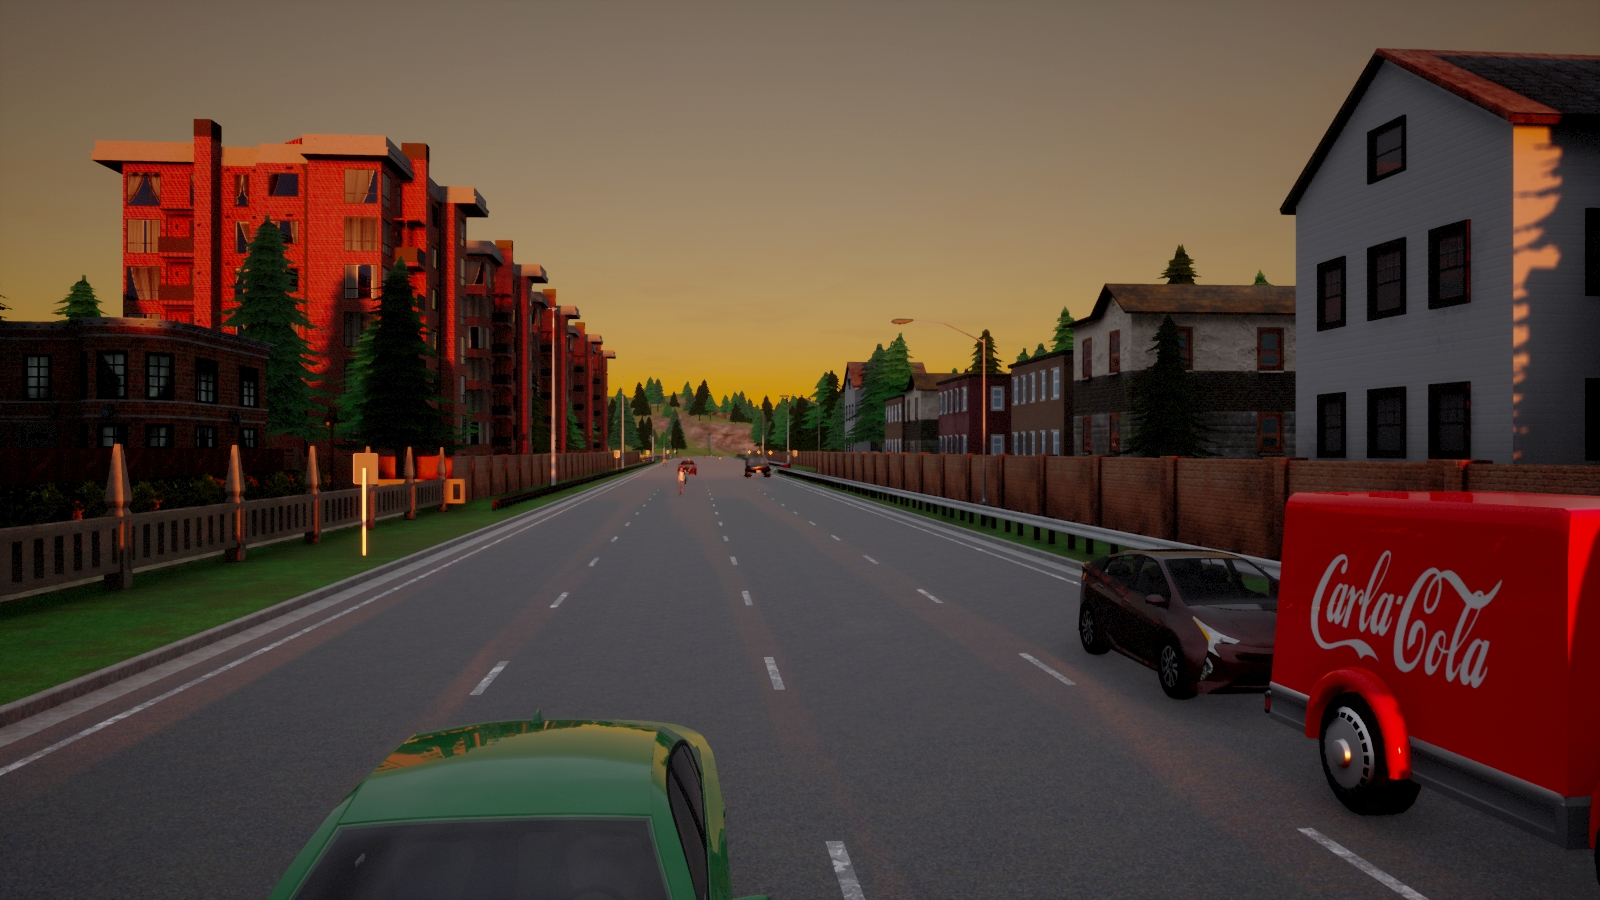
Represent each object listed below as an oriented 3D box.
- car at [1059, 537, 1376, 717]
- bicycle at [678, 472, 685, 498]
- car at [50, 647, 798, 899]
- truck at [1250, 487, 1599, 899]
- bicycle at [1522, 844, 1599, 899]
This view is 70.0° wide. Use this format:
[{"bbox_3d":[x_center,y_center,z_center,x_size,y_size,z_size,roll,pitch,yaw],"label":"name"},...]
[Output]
[{"bbox_3d":[4.945,2.040,14.354,2.007,1.525,4.514,0,0,-5],"label":"car"},{"bbox_3d":[-7.002,2.056,67.411,0.373,1.496,1.643,0,0,-5],"label":"bicycle"},{"bbox_3d":[-1.202,2.034,4.748,2.097,1.535,5.006,0,0,-5],"label":"car"},{"bbox_3d":[5.566,1.568,7.740,2.627,2.467,5.204,0,0,-5],"label":"truck"},{"bbox_3d":[2.623,2.056,2.959,0.373,1.496,1.643,0,0,-4],"label":"bicycle"}]
